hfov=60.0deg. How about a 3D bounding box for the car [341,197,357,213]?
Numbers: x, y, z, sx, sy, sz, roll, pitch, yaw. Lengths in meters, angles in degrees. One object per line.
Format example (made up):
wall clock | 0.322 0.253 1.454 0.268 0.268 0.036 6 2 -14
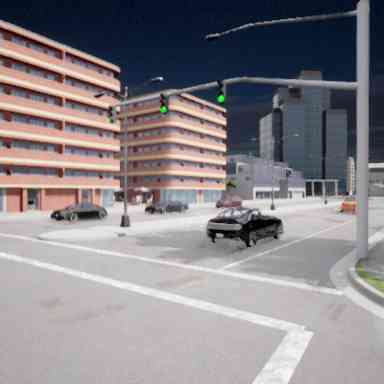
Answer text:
car | 17.759 1.333 36.192 2.097 1.767 4.553 0 0 36

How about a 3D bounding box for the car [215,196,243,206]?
car | 4.947 1.285 44.217 2.097 1.767 4.553 0 0 36

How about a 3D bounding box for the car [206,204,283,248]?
car | 2.498 1.472 14.909 2.128 1.511 4.902 0 0 36

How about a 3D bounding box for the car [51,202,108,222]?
car | -8.542 1.495 25.426 1.994 1.385 4.181 0 0 36

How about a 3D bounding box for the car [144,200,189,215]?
car | -2.454 1.479 33.918 2.033 1.411 5.357 0 0 36
